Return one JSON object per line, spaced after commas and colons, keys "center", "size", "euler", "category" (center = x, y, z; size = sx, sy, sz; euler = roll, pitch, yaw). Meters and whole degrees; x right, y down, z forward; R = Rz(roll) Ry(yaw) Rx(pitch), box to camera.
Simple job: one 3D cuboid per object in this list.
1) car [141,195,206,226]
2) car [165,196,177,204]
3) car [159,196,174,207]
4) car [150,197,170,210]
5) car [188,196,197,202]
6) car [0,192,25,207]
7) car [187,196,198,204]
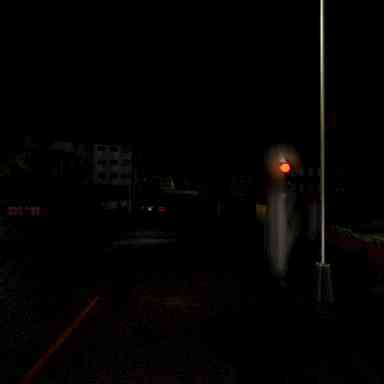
{"center": [-1.180, 1.219, 23.712], "size": [2.150, 2.045, 5.566], "euler": [2, 1, 36], "category": "car"}
{"center": [-3.953, 1.477, 63.202], "size": [1.882, 1.535, 5.008], "euler": [0, 0, 0], "category": "car"}
{"center": [-4.008, 1.491, 53.028], "size": [2.128, 1.511, 4.902], "euler": [0, 0, 0], "category": "car"}
{"center": [-4.031, 1.491, 43.064], "size": [2.128, 1.511, 4.902], "euler": [0, 0, 0], "category": "car"}
{"center": [0.124, 1.583, 76.773], "size": [1.895, 1.301, 4.718], "euler": [0, 0, 0], "category": "car"}
{"center": [-19.702, 0.985, 34.984], "size": [1.905, 1.878, 3.866], "euler": [0, 0, 35], "category": "car"}
{"center": [0.107, 1.547, 66.178], "size": [2.033, 1.411, 5.357], "euler": [0, 0, 0], "category": "car"}
